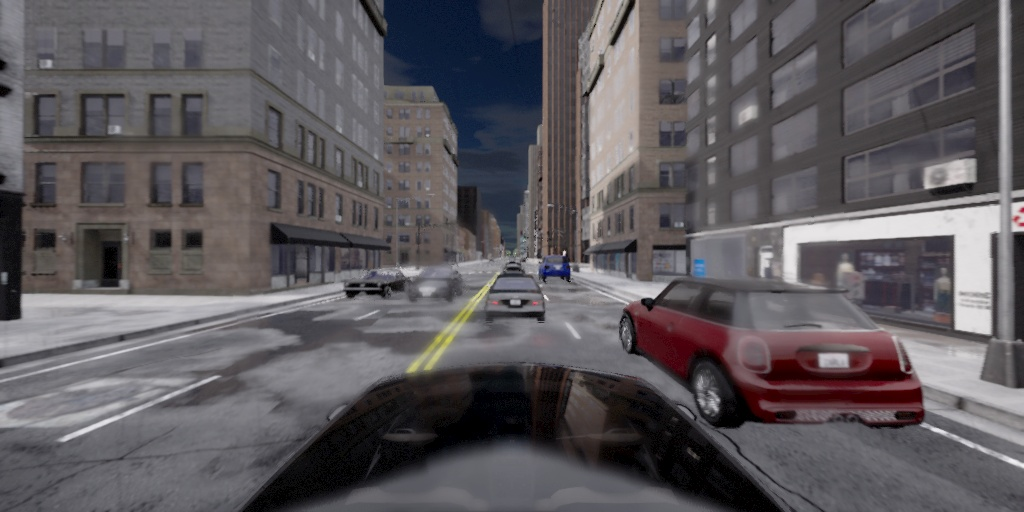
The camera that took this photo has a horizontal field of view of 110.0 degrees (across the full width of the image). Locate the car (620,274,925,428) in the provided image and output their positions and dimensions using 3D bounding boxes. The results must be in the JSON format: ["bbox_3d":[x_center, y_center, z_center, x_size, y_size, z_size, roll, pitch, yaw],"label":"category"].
[{"bbox_3d":[3.335,1.104,5.828,2.097,1.767,4.553,0,0,0],"label":"car"}]

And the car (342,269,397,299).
[{"bbox_3d":[-6.590,1.348,18.018,1.895,1.301,4.718,0,0,0],"label":"car"}]

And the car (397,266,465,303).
[{"bbox_3d":[-3.340,1.241,16.552,2.128,1.511,4.902,0,0,0],"label":"car"}]

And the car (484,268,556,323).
[{"bbox_3d":[0.105,1.299,12.176,2.033,1.411,5.357,0,0,0],"label":"car"}]

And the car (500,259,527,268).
[{"bbox_3d":[0.118,1.259,29.692,1.837,1.490,4.892,0,0,0],"label":"car"}]

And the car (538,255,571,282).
[{"bbox_3d":[3.368,0.977,28.957,2.150,2.045,5.566,0,0,0],"label":"car"}]
